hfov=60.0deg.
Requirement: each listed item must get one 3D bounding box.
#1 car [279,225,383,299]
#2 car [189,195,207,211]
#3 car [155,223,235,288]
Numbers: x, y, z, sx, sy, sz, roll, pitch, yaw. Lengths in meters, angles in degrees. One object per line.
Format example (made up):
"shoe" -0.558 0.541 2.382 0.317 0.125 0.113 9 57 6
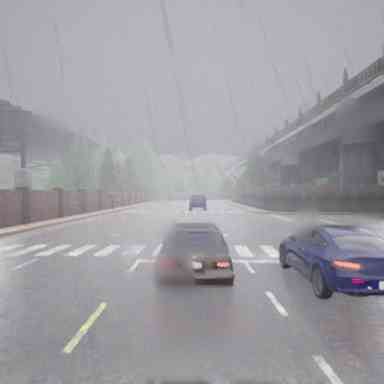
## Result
"car" 3.576 1.551 8.379 1.812 1.442 4.674 0 0 0
"car" 0.783 1.357 43.396 2.150 2.045 5.566 0 0 1
"car" 0.075 1.577 9.414 2.033 1.411 5.357 0 0 0
